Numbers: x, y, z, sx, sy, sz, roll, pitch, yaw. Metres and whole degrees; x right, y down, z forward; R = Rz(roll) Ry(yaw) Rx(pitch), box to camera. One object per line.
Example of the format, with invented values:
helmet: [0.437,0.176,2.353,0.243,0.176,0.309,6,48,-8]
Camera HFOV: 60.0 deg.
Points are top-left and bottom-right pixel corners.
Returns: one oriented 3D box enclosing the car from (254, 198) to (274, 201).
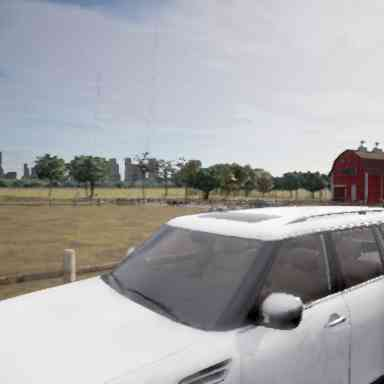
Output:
car: [9.735,1.598,43.410,1.837,1.490,4.892,-1,0,-35]

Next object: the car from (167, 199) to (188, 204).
car: [-2.634,1.889,61.094,1.895,1.301,4.718,-1,0,-35]

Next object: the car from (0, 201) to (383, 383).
car: [0.602,1.214,3.498,5.566,2.045,2.150,0,0,-35]
